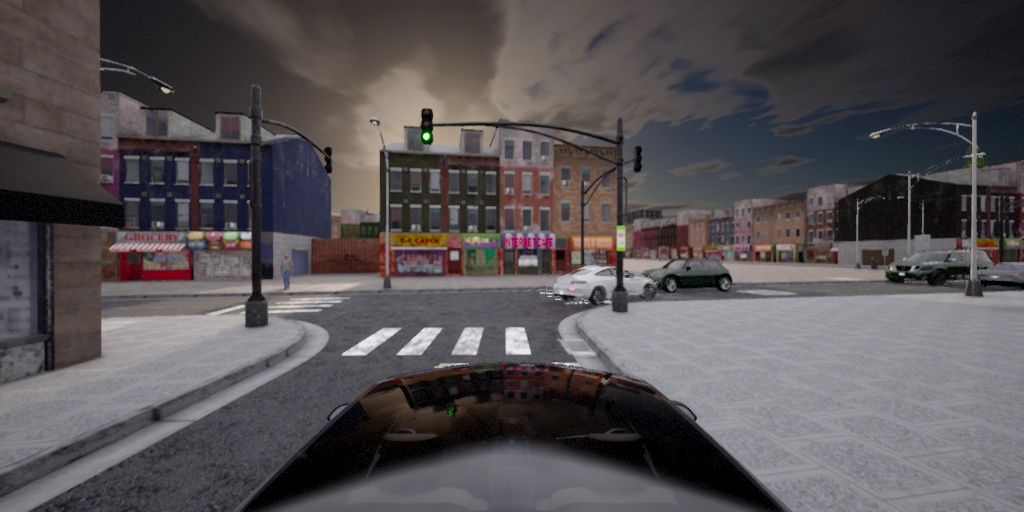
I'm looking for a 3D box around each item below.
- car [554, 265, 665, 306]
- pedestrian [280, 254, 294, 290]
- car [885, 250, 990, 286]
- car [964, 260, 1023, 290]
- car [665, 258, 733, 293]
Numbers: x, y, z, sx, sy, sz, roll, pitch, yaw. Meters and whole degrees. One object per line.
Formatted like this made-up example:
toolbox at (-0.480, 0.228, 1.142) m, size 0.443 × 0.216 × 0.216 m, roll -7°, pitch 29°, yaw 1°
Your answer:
car at (3.843, 1.114, 14.659) m, size 4.674 × 1.442 × 1.812 m, roll 0°, pitch -1°, yaw -32°
pedestrian at (-11.373, 0.771, 18.109) m, size 0.375 × 1.860 × 0.375 m, roll 0°, pitch 1°, yaw -10°
car at (25.709, 0.686, 21.580) m, size 5.566 × 2.045 × 2.150 m, roll -1°, pitch 0°, yaw -9°
car at (26.864, 1.042, 18.820) m, size 4.181 × 1.385 × 1.994 m, roll 0°, pitch 0°, yaw -10°
car at (8.905, 0.898, 18.653) m, size 4.553 × 1.767 × 2.097 m, roll 0°, pitch 0°, yaw -11°
